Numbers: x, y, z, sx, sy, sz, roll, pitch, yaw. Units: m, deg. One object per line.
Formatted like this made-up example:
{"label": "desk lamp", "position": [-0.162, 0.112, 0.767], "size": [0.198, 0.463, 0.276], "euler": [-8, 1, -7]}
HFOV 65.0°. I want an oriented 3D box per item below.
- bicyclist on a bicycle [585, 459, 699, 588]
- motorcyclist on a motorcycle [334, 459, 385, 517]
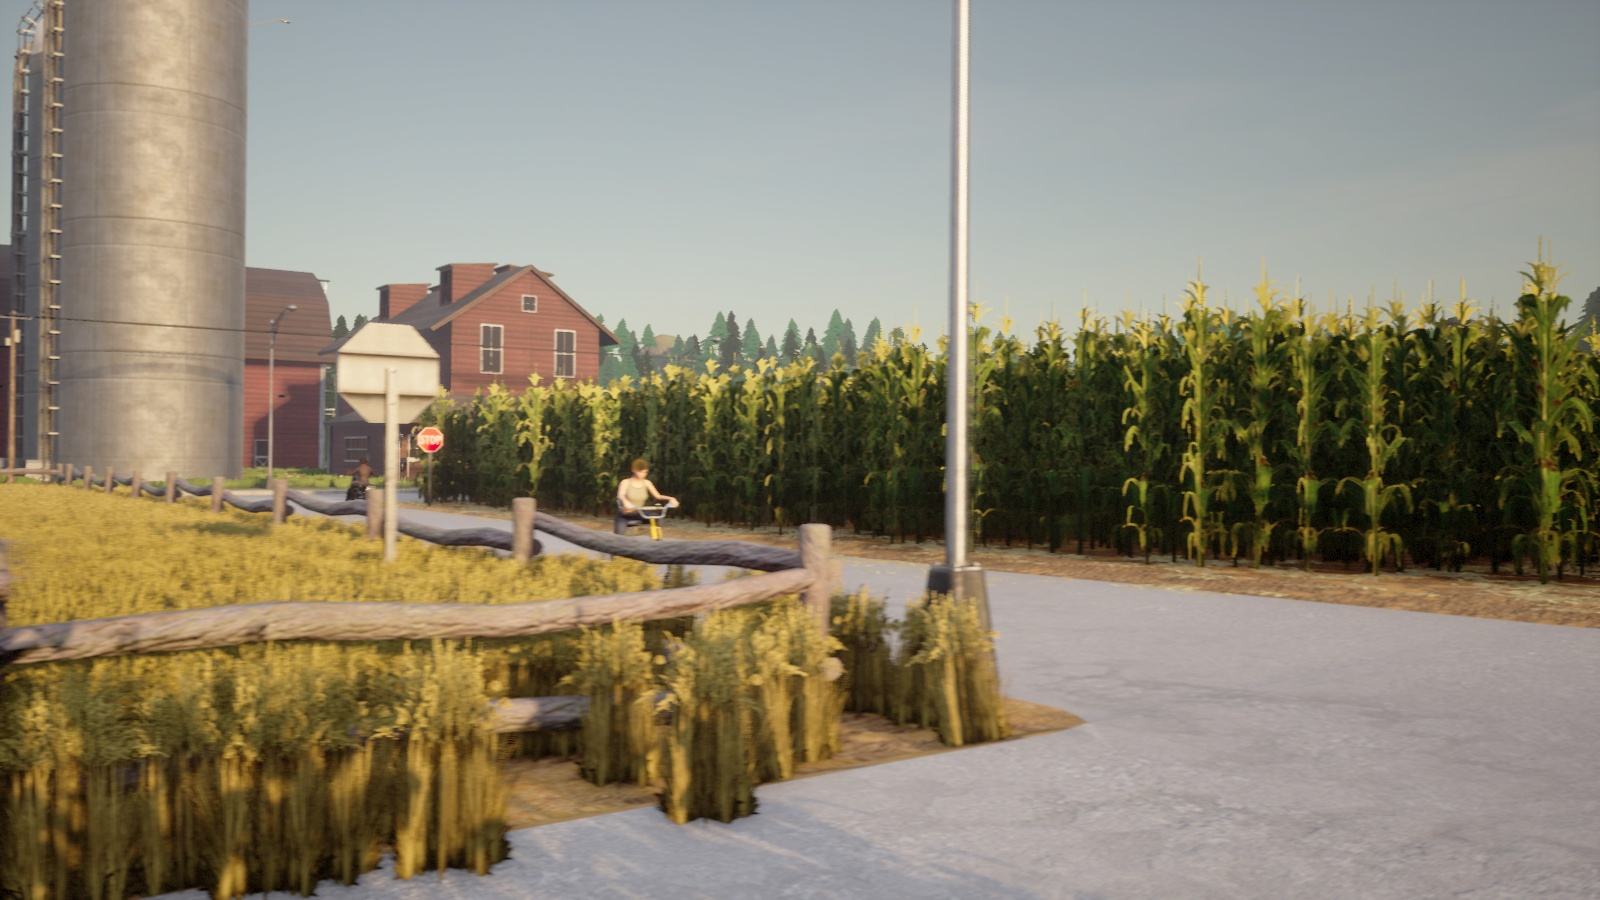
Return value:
{"label": "bicyclist on a bicycle", "position": [-2.103, 0.932, 16.573], "size": [0.866, 1.612, 1.509], "euler": [1, -1, -36]}
{"label": "motorcyclist on a motorcycle", "position": [-13.032, 1.095, 37.126], "size": [0.766, 1.649, 2.350], "euler": [1, -1, -36]}
